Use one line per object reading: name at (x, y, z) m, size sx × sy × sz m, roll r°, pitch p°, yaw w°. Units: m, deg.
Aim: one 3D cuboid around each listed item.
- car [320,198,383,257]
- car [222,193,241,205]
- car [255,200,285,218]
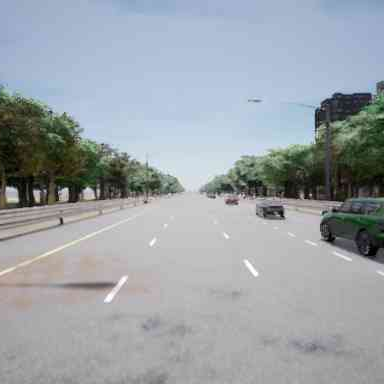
car at (6.996, 1.222, 13.012) m, size 2.150 × 2.045 × 5.566 m, roll 0°, pitch 0°, yaw 0°
car at (7.001, 1.371, 60.411) m, size 2.097 × 1.767 × 4.553 m, roll 0°, pitch 0°, yaw 0°
car at (6.989, 1.504, 30.107) m, size 1.837 × 1.490 × 4.892 m, roll 0°, pitch 0°, yaw 0°
